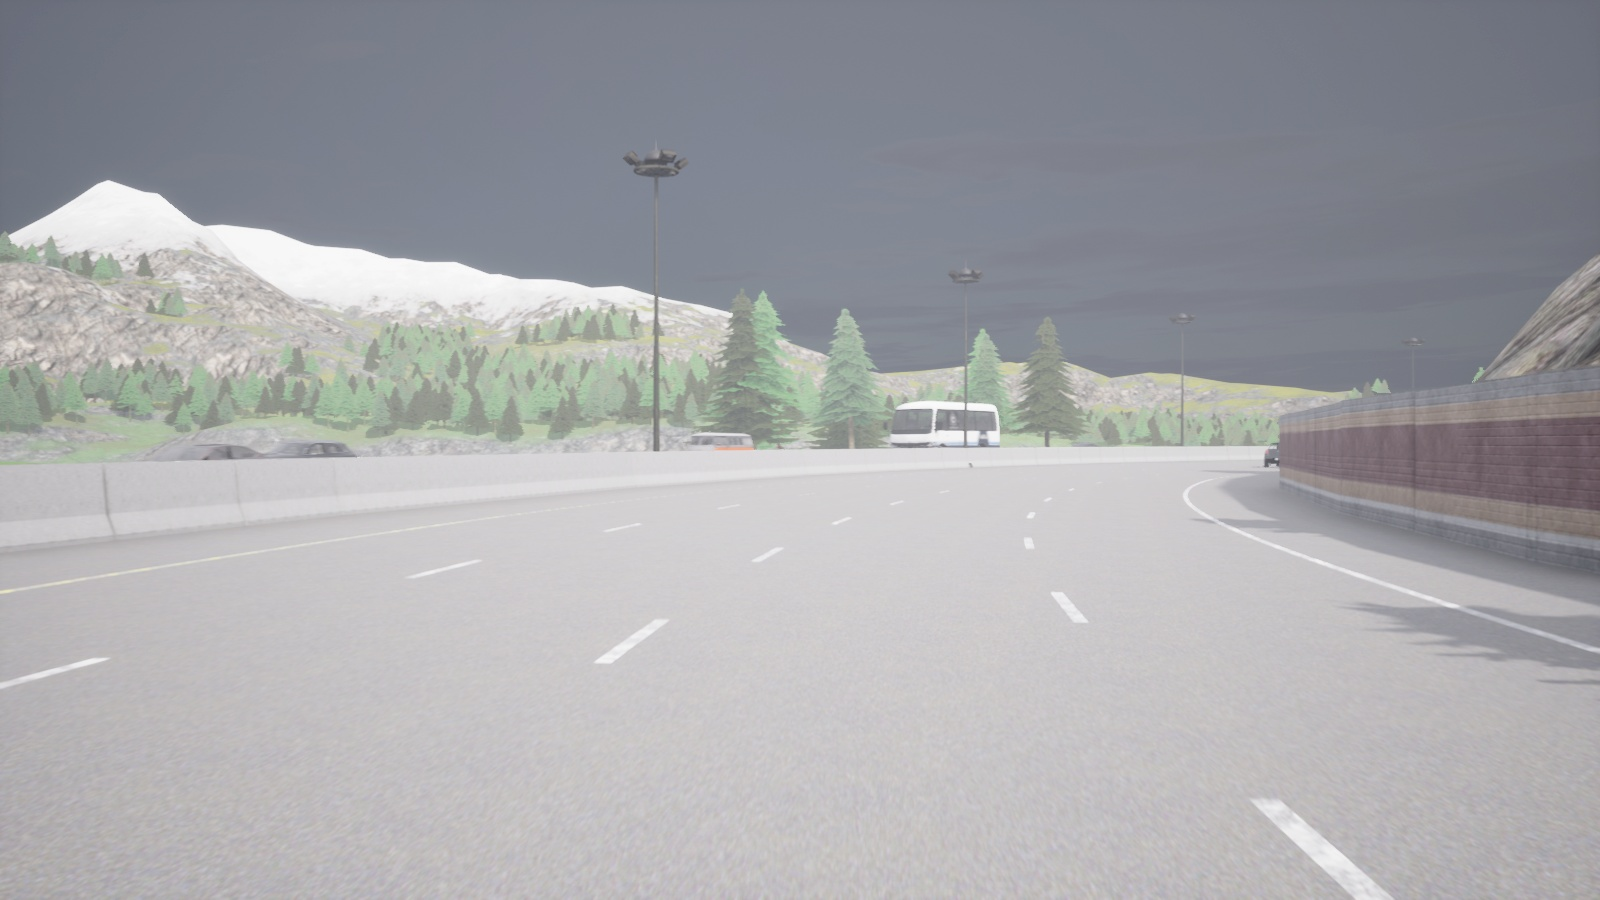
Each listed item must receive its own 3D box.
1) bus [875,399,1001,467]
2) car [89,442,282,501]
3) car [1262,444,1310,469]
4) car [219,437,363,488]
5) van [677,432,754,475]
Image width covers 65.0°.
[{"bbox_3d":[9.419,-1.094,84.170,3.944,4.253,10.273,0,0,35],"label":"bus"},{"bbox_3d":[-16.634,0.533,34.323,2.163,1.488,4.792,0,0,14],"label":"car"},{"bbox_3d":[29.460,0.367,76.042,1.845,1.501,3.633,0,0,36],"label":"car"},{"bbox_3d":[-17.660,0.409,43.851,2.033,1.649,4.856,0,0,17],"label":"car"},{"bbox_3d":[-3.996,0.154,60.338,1.775,1.987,4.442,0,0,24],"label":"van"}]
